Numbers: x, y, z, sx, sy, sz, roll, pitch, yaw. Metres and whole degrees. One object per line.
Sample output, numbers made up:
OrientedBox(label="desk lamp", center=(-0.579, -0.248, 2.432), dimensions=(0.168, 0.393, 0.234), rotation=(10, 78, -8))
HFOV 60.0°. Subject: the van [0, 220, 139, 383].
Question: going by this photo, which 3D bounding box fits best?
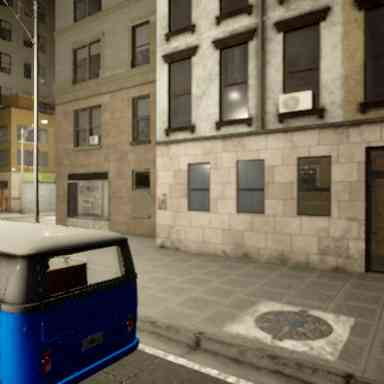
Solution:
OrientedBox(label="van", center=(-2.576, 1.329, 4.553), dimensions=(3.998, 1.788, 1.690), rotation=(0, 0, 34))
